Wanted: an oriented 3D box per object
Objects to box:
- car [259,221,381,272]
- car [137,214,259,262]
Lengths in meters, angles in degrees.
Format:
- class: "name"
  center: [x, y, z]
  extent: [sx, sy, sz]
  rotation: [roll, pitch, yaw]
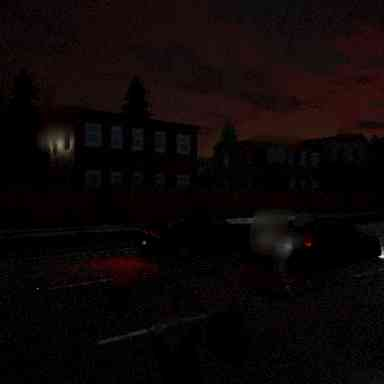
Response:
- class: "car"
  center: [4.565, 1.667, 11.273]
  extent: [4.181, 1.385, 1.994]
  rotation: [1, -1, -35]
- class: "car"
  center: [0.402, 1.573, 12.610]
  extent: [5.008, 1.535, 1.882]
  rotation: [1, -1, -35]
